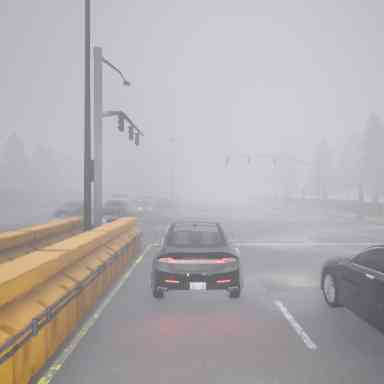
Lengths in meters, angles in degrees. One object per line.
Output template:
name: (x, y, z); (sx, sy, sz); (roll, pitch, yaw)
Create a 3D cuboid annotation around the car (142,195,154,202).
car: (-10.560, 1.512, 80.388); (2.128, 1.511, 4.902); (0, 0, 0)

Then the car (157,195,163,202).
car: (-7.052, 1.351, 69.058); (2.097, 1.767, 4.553); (0, 0, 0)

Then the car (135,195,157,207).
car: (-7.126, 1.351, 51.851); (2.097, 1.767, 4.553); (0, 0, 0)

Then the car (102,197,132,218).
car: (-7.124, 1.505, 30.365); (1.837, 1.490, 4.892); (0, 0, 0)

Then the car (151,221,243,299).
car: (0.078, 1.491, 8.463); (2.128, 1.511, 4.902); (0, 0, -1)

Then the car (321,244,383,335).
car: (3.597, 1.505, 5.049); (1.837, 1.490, 4.892); (0, 0, 0)

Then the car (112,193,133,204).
car: (-10.629, 1.222, 48.718); (2.150, 2.045, 5.566); (0, 0, 0)

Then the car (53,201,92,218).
car: (-10.623, 1.547, 29.994); (2.033, 1.411, 5.357); (0, 0, 0)

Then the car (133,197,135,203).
car: (-10.573, 1.547, 65.146); (2.033, 1.411, 5.357); (0, 0, 0)
